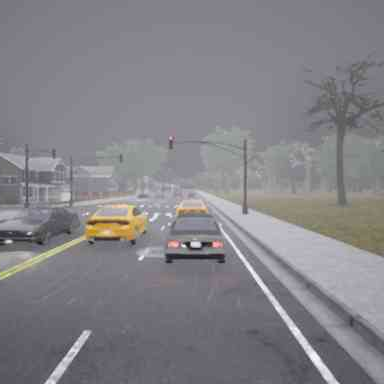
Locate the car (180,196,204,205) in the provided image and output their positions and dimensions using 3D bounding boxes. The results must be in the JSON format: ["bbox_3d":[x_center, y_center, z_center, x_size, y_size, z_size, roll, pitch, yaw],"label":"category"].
[{"bbox_3d":[0.028,1.225,21.190,1.882,1.535,5.008,0,1,1],"label":"car"}]

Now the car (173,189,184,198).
[{"bbox_3d":[-3.275,0.252,78.345,2.150,2.045,5.566,0,1,0],"label":"car"}]

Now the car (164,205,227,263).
[{"bbox_3d":[0.098,1.411,11.365,2.033,1.411,5.357,0,1,0],"label":"car"}]

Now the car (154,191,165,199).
[{"bbox_3d":[-6.524,0.671,67.531,1.837,1.490,4.892,0,1,0],"label":"car"}]

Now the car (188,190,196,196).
[{"bbox_3d":[-0.028,0.305,88.738,1.994,1.385,4.181,0,1,0],"label":"car"}]

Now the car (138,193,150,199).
[{"bbox_3d":[-9.772,0.769,67.504,1.895,1.301,4.718,0,1,0],"label":"car"}]

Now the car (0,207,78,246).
[{"bbox_3d":[-6.587,1.372,14.624,2.033,1.411,5.357,0,1,0],"label":"car"}]

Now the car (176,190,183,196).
[{"bbox_3d":[-3.278,0.230,88.736,1.882,1.535,5.008,0,1,0],"label":"car"}]

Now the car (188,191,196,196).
[{"bbox_3d":[-0.025,0.527,78.319,1.837,1.490,4.892,0,1,0],"label":"car"}]

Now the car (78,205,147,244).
[{"bbox_3d":[-3.152,1.302,14.695,1.882,1.535,5.008,0,1,0],"label":"car"}]
